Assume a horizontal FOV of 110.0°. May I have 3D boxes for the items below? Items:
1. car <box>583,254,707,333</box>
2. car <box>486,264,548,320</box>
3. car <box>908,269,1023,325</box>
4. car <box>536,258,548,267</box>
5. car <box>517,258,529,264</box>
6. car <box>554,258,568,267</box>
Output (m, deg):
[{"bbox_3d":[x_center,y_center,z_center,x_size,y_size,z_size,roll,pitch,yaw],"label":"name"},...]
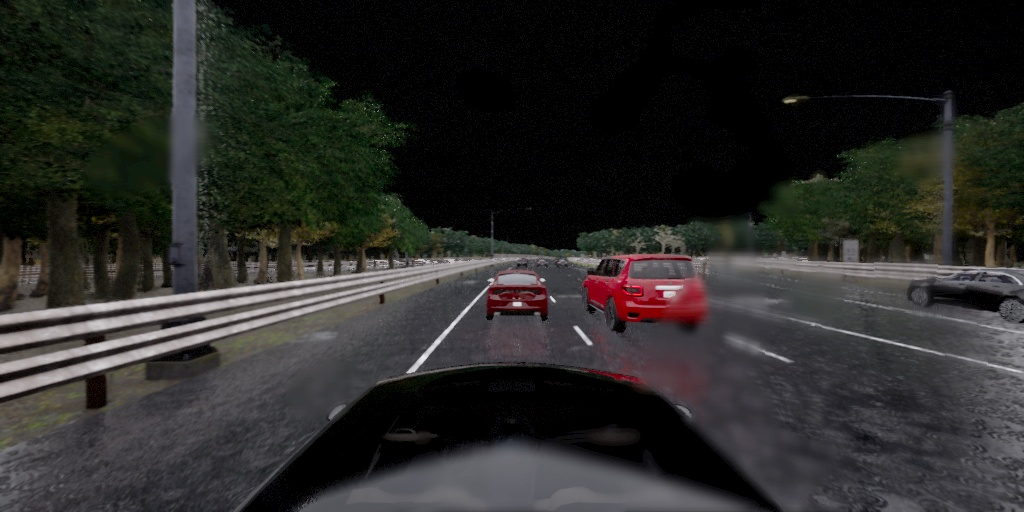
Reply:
[{"bbox_3d":[3.656,0.971,10.913,2.150,2.045,5.566,0,0,1],"label":"car"},{"bbox_3d":[0.178,1.225,12.727,1.882,1.535,5.008,0,0,1],"label":"car"},{"bbox_3d":[15.102,1.136,11.134,2.128,1.511,4.902,0,0,13],"label":"car"},{"bbox_3d":[5.352,1.252,63.820,1.812,1.442,4.674,0,0,4],"label":"car"},{"bbox_3d":[1.832,1.228,63.590,1.837,1.490,4.892,0,0,4],"label":"car"},{"bbox_3d":[8.822,1.256,63.219,1.812,1.442,4.674,0,0,4],"label":"car"}]
